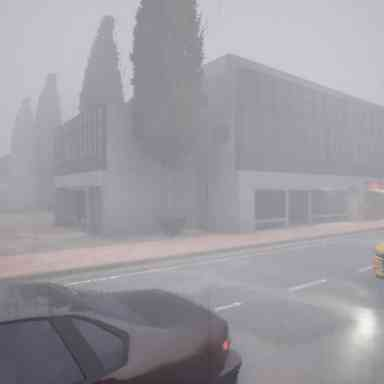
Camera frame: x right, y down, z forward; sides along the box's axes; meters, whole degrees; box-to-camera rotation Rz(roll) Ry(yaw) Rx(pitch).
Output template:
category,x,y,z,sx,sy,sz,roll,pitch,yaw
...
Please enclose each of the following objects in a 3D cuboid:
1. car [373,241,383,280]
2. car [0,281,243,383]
category,x,y,z,sx,sy,sz,roll,pitch,yaw
car,6.732,1.473,8.857,5.008,1.535,1.882,0,0,-36
car,-2.047,1.558,2.521,5.357,1.411,2.033,0,0,-36
